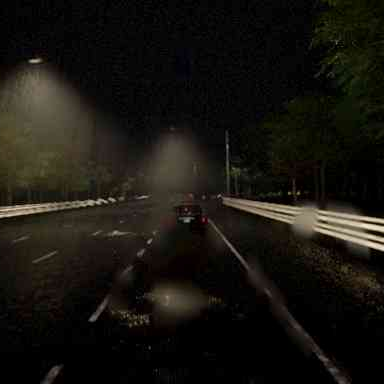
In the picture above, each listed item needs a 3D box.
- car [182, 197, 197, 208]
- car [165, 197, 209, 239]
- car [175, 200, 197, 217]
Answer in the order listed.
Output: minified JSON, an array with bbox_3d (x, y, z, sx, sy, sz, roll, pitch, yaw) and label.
[{"bbox_3d":[-0.263,1.555,50.933,1.812,1.442,4.674,-2,0,5],"label":"car"},{"bbox_3d":[-0.277,1.364,17.610,2.097,1.767,4.553,-2,0,-1],"label":"car"},{"bbox_3d":[-0.562,1.591,33.040,1.994,1.385,4.181,-2,0,-1],"label":"car"}]
